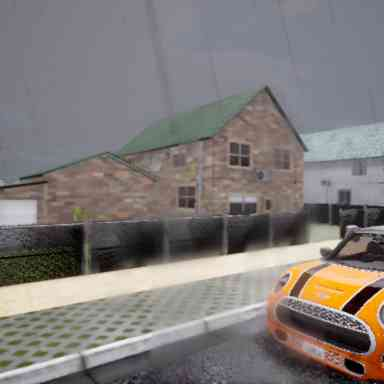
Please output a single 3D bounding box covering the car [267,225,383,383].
[{"bbox_3d":[3.333,1.380,5.442,4.553,1.767,2.097,0,0,-36],"label":"car"}]
